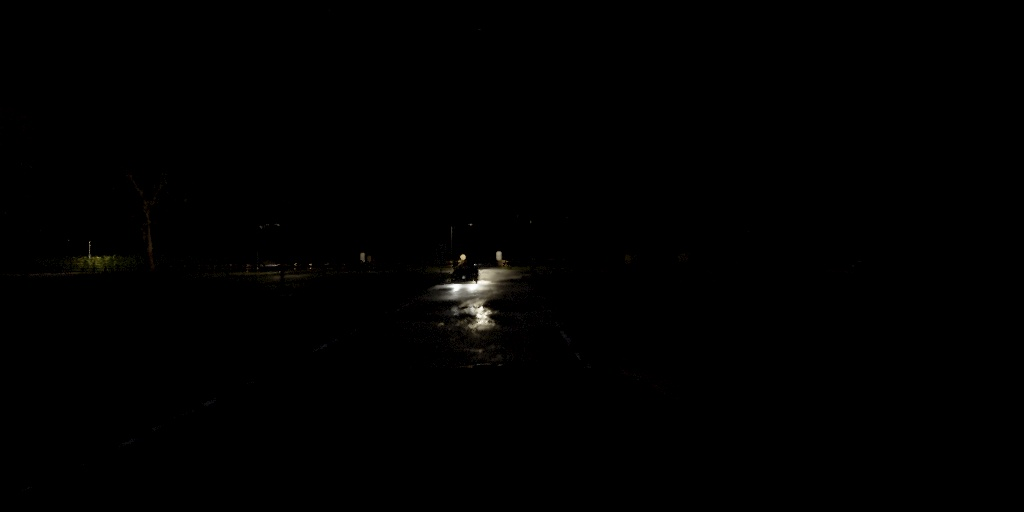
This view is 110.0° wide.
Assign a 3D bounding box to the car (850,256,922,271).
[{"bbox_3d":[35.359,0.693,34.007,4.892,1.490,1.837,-1,-1,18],"label":"car"}]

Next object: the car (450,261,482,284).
[{"bbox_3d":[-3.500,1.338,27.420,1.994,1.385,4.181,0,0,-2],"label":"car"}]

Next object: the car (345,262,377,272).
[{"bbox_3d":[-22.211,1.626,52.717,4.902,1.511,2.128,0,-1,18],"label":"car"}]
